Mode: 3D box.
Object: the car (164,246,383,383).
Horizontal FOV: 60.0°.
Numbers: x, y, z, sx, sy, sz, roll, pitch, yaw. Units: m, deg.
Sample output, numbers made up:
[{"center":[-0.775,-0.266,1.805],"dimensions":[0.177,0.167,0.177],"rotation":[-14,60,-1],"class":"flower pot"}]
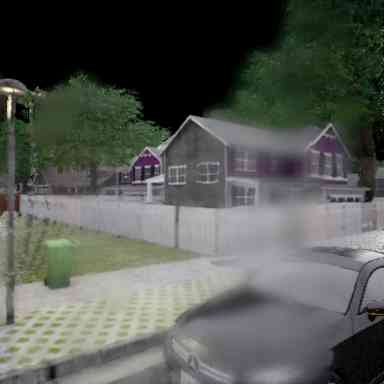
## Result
[{"center":[1.850,1.541,4.509],"dimensions":[4.674,1.442,1.812],"rotation":[0,0,-37],"class":"car"}]
